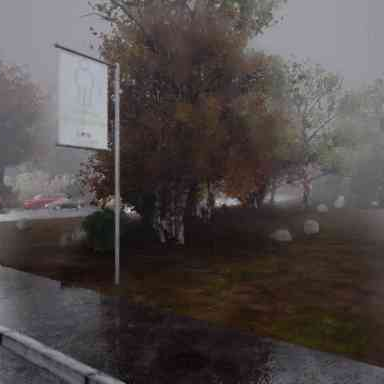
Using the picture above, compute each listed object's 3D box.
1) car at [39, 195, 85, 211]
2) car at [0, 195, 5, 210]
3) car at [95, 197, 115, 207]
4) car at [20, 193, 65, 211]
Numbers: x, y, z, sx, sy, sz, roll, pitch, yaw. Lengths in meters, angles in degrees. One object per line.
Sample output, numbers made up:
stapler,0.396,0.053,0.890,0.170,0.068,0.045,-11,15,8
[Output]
car,-15.435,1.480,40.550,2.128,1.511,4.902,0,0,38
car,-21.618,1.221,32.802,2.150,2.045,5.566,0,0,39
car,-12.321,1.434,50.203,1.882,1.535,5.008,0,0,38
car,-18.621,1.211,42.159,2.150,2.045,5.566,0,0,38
